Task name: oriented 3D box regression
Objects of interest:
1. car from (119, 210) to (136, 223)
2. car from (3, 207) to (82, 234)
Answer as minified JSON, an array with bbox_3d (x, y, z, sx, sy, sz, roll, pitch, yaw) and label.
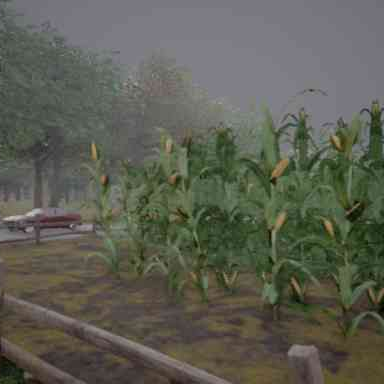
[{"bbox_3d":[-4.292,1.888,29.709,2.097,1.767,4.553,0,-1,36],"label":"car"},{"bbox_3d":[-9.739,1.790,22.026,1.882,1.535,5.008,0,-1,34],"label":"car"}]
